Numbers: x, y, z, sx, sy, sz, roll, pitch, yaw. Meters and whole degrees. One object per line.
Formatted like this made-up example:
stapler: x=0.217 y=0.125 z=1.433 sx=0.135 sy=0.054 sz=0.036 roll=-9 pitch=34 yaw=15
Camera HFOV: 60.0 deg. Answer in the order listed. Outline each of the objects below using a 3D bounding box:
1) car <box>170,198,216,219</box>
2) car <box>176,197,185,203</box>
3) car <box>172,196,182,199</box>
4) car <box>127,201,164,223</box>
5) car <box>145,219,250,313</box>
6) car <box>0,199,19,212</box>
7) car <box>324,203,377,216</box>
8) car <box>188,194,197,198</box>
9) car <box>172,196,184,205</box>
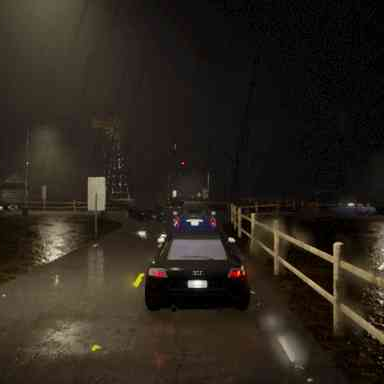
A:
car: x=0.118 y=1.377 z=16.428 sx=2.097 sy=1.767 sz=4.553 roll=0 pitch=0 yaw=0
car: x=-2.644 y=1.917 z=76.617 sx=1.895 sy=1.301 sz=4.718 roll=0 pitch=0 yaw=0
car: x=-2.747 y=1.666 z=57.149 sx=1.882 sy=1.535 sz=5.008 roll=0 pitch=0 yaw=0
car: x=-3.792 y=1.520 z=26.419 sx=1.882 sy=1.535 sz=5.008 roll=1 pitch=0 yaw=-25
car: x=0.108 y=1.572 z=7.785 sx=1.994 sy=1.385 sz=4.181 roll=0 pitch=0 yaw=0
car: x=-20.417 y=1.282 z=34.124 sx=4.892 sy=1.490 sz=1.837 roll=1 pitch=-2 yaw=0
car: x=17.899 y=1.943 z=37.702 sx=5.357 sy=1.411 sz=2.033 roll=1 pitch=-2 yaw=0
car: x=0.123 y=1.631 z=86.931 sx=2.150 sy=2.045 sz=5.566 roll=0 pitch=-1 yaw=0
car: x=-2.690 y=1.600 z=66.398 sx=2.097 sy=1.767 sz=4.553 roll=0 pitch=0 yaw=1
